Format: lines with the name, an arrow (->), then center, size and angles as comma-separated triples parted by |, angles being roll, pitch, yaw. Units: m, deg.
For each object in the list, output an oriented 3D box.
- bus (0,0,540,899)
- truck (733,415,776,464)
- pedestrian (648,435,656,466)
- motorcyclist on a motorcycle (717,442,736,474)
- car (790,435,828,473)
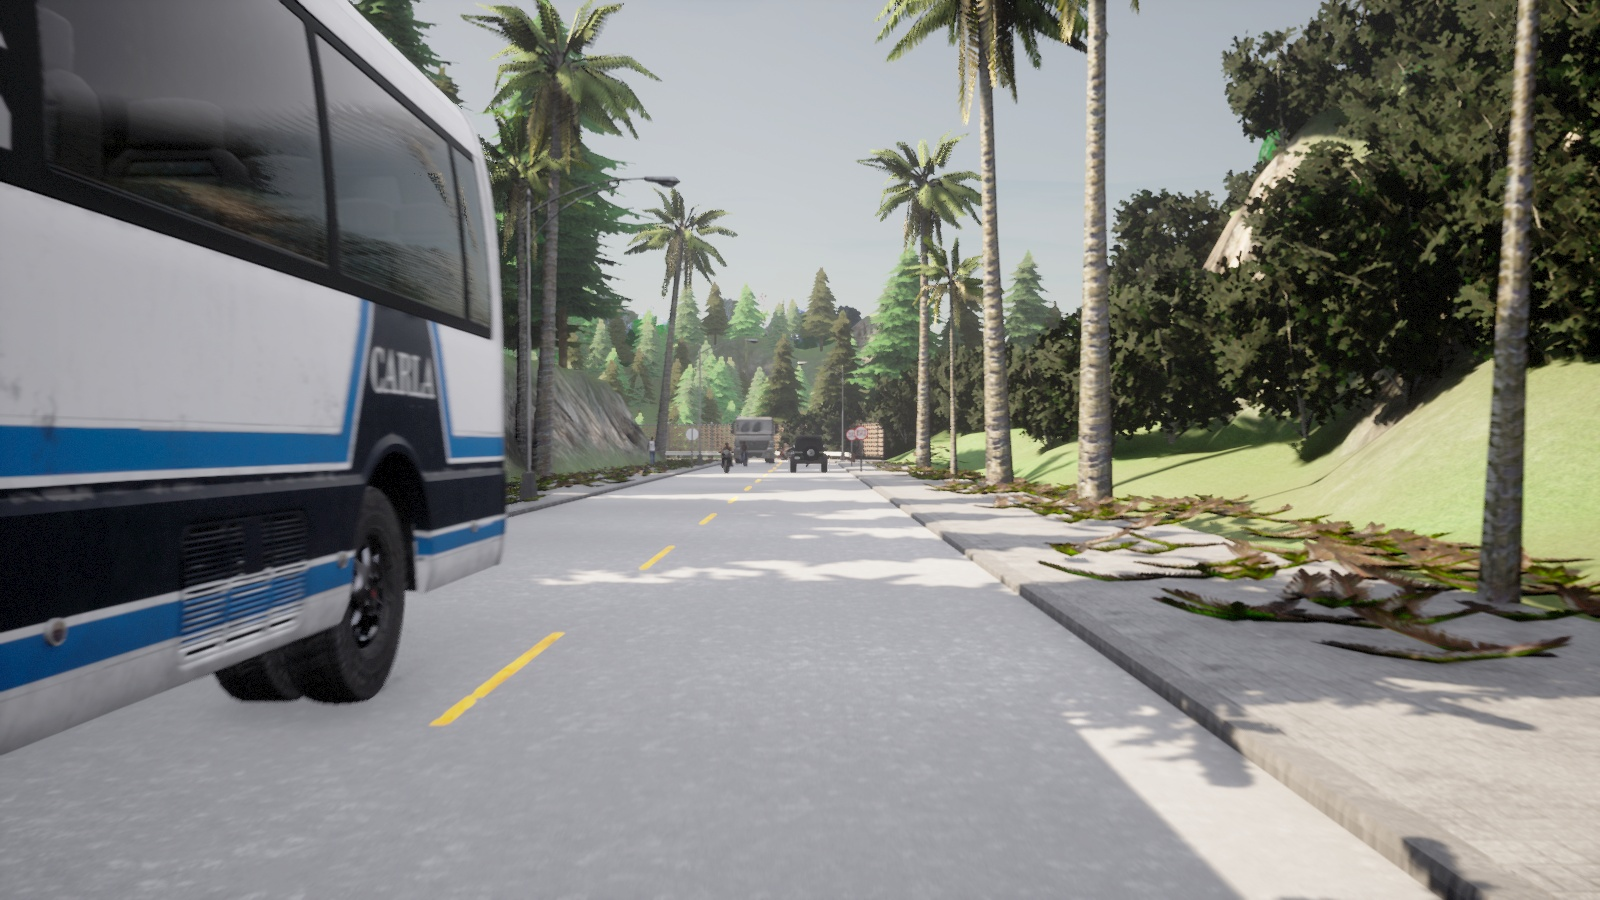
bus -> -3.959, -0.658, 4.328 | 3.944, 4.253, 10.273 | 0, 0, 0
truck -> -3.238, -0.755, 91.681 | 2.891, 3.462, 7.936 | 0, 0, 0
pedestrian -> -8.773, 0.030, 74.433 | 0.354, 1.836, 0.706 | 0, 0, -1
motorcyclist on a motorcycle -> -3.566, 0.381, 60.936 | 0.797, 1.523, 2.044 | 0, 1, 0
car -> 0.461, 0.178, 64.758 | 1.905, 1.878, 3.866 | 0, 0, 0
